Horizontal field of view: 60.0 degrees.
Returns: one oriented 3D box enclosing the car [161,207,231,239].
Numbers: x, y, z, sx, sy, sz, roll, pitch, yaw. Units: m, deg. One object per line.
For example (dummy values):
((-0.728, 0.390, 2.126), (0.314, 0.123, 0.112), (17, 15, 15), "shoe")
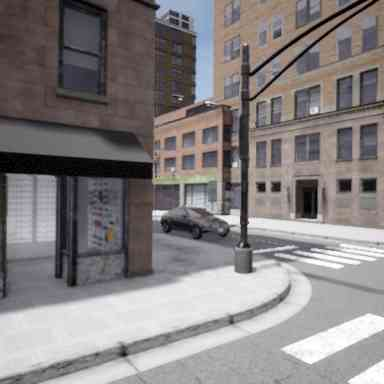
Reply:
((0.035, 1.524, 17.509), (1.812, 1.442, 4.674), (1, 0, -34), "car")
